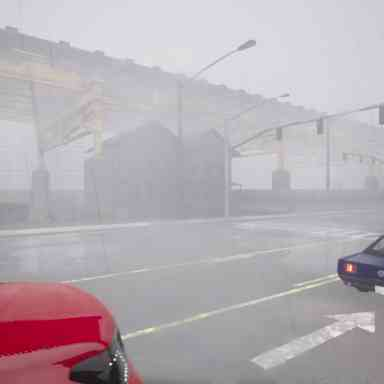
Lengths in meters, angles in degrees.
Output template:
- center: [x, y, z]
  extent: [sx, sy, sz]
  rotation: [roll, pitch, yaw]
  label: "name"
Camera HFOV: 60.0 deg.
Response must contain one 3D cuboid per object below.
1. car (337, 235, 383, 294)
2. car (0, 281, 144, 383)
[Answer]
- center: [5.462, 1.601, 7.639]
  extent: [4.718, 1.301, 1.895]
  rotation: [0, 0, -35]
  label: "car"
- center: [-2.995, 1.223, 1.609]
  extent: [5.566, 2.045, 2.150]
  rotation: [0, 0, -36]
  label: "car"
